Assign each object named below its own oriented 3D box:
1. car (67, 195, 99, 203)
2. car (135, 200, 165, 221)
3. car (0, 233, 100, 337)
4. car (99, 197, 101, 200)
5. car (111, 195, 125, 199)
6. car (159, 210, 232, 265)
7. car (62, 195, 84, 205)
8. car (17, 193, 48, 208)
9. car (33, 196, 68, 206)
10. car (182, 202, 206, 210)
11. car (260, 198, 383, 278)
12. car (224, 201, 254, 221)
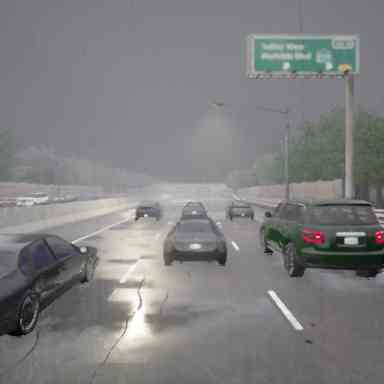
[{"bbox_3d":[-13.864,1.443,42.636,1.994,1.385,4.181,0,0,1],"label":"car"},{"bbox_3d":[-3.319,1.433,26.514,1.837,1.490,4.892,0,0,1],"label":"car"},{"bbox_3d":[-3.421,1.534,6.569,2.033,1.411,5.357,0,0,1],"label":"car"},{"bbox_3d":[-17.164,1.335,57.267,1.837,1.490,4.892,0,2,1],"label":"car"},{"bbox_3d":[-13.577,1.318,61.289,2.128,1.511,4.902,0,0,1],"label":"car"},{"bbox_3d":[0.112,1.537,11.622,1.994,1.385,4.181,0,0,0],"label":"car"},{"bbox_3d":[-20.650,1.312,57.930,1.882,1.535,5.008,0,1,1],"label":"car"},{"bbox_3d":[-20.844,1.099,43.973,2.150,2.045,5.566,0,0,1],"label":"car"},{"bbox_3d":[-17.383,1.483,41.410,1.895,1.301,4.718,0,0,1],"label":"car"},{"bbox_3d":[0.183,1.491,26.848,1.994,1.385,4.181,0,0,1],"label":"car"},{"bbox_3d":[3.606,1.197,10.182,2.150,2.045,5.566,0,0,0],"label":"car"},{"bbox_3d":[3.677,1.421,26.253,2.128,1.511,4.902,0,0,1],"label":"car"}]
